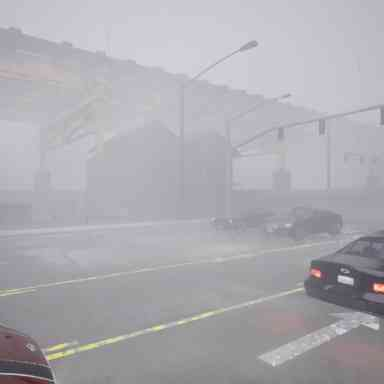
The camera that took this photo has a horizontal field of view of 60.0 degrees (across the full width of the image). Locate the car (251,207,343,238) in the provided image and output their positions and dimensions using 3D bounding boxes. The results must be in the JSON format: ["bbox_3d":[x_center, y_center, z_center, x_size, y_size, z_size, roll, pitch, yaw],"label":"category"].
[{"bbox_3d":[5.557,1.491,16.551,4.902,1.511,2.128,0,0,-35],"label":"car"}]

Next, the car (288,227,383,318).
[{"bbox_3d":[4.671,1.547,7.115,5.357,1.411,2.033,0,0,-35],"label":"car"}]

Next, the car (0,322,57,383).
[{"bbox_3d":[-3.011,1.352,1.600,4.553,1.767,2.097,0,0,-36],"label":"car"}]

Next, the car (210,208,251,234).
[{"bbox_3d":[3.351,1.601,19.277,4.718,1.301,1.895,0,0,-35],"label":"car"}]
